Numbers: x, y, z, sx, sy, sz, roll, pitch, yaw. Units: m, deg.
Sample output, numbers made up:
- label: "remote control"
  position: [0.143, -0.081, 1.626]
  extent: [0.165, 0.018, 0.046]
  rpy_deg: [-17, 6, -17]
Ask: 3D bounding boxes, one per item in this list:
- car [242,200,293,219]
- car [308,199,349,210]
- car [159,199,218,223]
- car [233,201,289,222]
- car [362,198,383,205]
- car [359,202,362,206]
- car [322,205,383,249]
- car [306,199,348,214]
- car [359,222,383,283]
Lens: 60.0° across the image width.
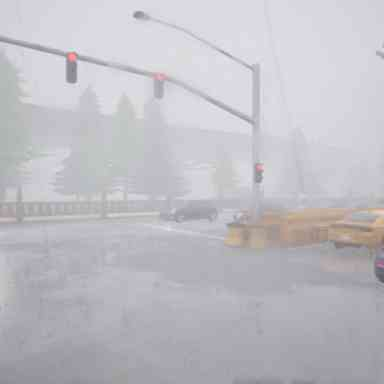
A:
- label: "car"
  position: [6.950, 1.539, 30.423]
  extent: [4.674, 1.442, 1.812]
  rpy_deg: [0, 0, -35]
- label: "car"
  position: [12.606, 1.541, 30.129]
  extent: [4.674, 1.442, 1.812]
  rpy_deg: [0, 0, -36]
- label: "car"
  position: [-0.229, 1.360, 25.318]
  extent: [4.553, 1.767, 2.097]
  rpy_deg: [0, 0, -35]
- label: "car"
  position: [5.232, 1.502, 24.937]
  extent: [4.902, 1.511, 2.128]
  rpy_deg: [0, 0, -37]
- label: "car"
  position: [20.610, 1.585, 35.762]
  extent: [4.181, 1.385, 1.994]
  rpy_deg: [0, 0, -35]
- label: "car"
  position: [22.922, 1.502, 41.709]
  extent: [5.008, 1.535, 1.882]
  rpy_deg: [0, 0, -35]
- label: "car"
  position: [7.550, 1.485, 13.426]
  extent: [5.008, 1.535, 1.882]
  rpy_deg: [0, 0, -35]
- label: "car"
  position: [14.538, 1.523, 35.773]
  extent: [4.892, 1.490, 1.837]
  rpy_deg: [0, 0, -35]
- label: "car"
  position: [6.305, 1.531, 8.242]
  extent: [4.674, 1.442, 1.812]
  rpy_deg: [0, 0, -35]
